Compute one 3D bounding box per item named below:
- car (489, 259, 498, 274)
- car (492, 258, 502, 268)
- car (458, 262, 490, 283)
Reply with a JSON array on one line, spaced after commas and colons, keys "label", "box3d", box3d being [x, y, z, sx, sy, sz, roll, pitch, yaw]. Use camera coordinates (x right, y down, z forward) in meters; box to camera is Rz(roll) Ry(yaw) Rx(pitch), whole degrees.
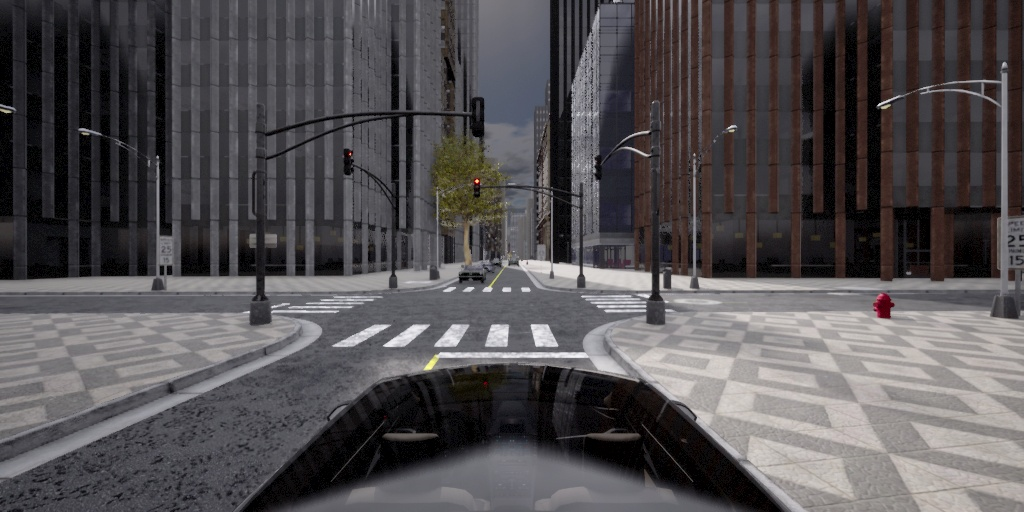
[{"label": "car", "box3d": [-2.980, 1.314, 40.238, 1.994, 1.385, 4.181, 0, 0, 0]}, {"label": "car", "box3d": [-2.820, 1.103, 62.516, 2.097, 1.767, 4.553, 0, 0, 0]}, {"label": "car", "box3d": [-2.993, 1.352, 27.816, 1.895, 1.301, 4.718, 0, 0, -1]}]
